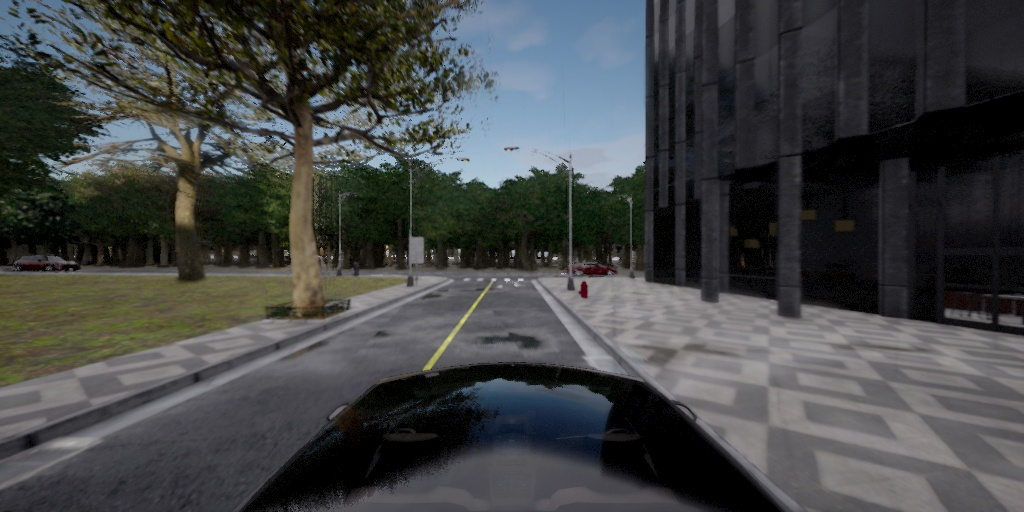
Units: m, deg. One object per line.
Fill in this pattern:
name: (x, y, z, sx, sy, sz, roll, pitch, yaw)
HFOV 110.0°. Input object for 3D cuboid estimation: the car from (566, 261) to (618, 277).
car: (7.877, 1.300, 35.437, 5.008, 1.535, 1.882, 1, 0, 0)

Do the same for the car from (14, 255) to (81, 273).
car: (-45.538, 0.727, 35.204, 4.553, 1.767, 2.097, 0, 0, 0)
